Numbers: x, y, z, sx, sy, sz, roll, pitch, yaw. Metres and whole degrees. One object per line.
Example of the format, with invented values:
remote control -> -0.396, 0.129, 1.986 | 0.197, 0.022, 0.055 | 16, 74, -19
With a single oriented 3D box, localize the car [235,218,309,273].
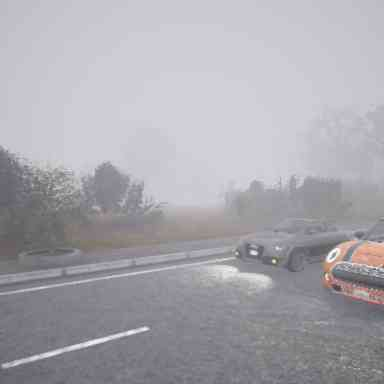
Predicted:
car -> 3.396, 1.566, 10.755 | 4.181, 1.385, 1.994 | 0, 0, -36

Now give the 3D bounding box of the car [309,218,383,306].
car -> 5.035, 1.354, 7.623 | 4.553, 1.767, 2.097 | 0, 0, -36
